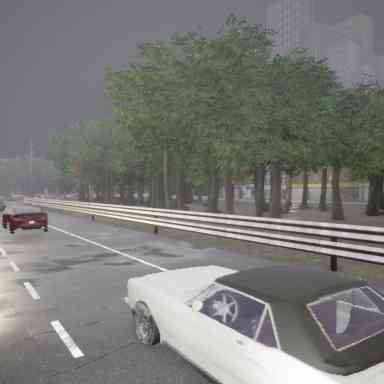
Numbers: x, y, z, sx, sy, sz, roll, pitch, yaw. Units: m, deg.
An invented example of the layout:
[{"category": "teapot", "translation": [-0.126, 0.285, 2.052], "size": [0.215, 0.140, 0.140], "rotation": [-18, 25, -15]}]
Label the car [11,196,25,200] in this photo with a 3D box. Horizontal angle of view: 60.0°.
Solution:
[{"category": "car", "translation": [-41.348, 1.539, 78.951], "size": [1.994, 1.385, 4.181], "rotation": [0, 0, -10]}]

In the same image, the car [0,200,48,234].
[{"category": "car", "translation": [-9.896, 1.477, 19.624], "size": [1.882, 1.535, 5.008], "rotation": [0, 0, -35]}]

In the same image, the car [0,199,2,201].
[{"category": "car", "translation": [-21.580, 1.488, 36.424], "size": [2.128, 1.511, 4.902], "rotation": [0, 0, -35]}]

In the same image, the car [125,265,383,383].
[{"category": "car", "translation": [0.900, 1.601, 4.098], "size": [1.895, 1.301, 4.718], "rotation": [0, 0, -35]}]
